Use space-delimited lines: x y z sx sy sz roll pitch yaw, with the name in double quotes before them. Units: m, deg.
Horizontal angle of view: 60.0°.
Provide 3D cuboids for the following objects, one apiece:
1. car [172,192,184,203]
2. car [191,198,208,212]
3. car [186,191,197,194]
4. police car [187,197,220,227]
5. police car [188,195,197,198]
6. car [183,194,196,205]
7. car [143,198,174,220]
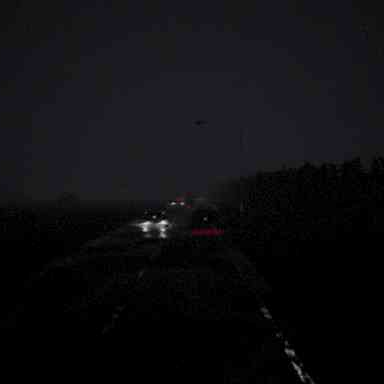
"car" -2.787 1.096 67.981 2.150 2.045 5.566 0 0 0
"car" 0.805 1.478 38.378 1.812 1.442 4.674 0 0 0
"car" -0.039 0.890 74.083 2.150 2.045 5.566 0 0 0
"police car" 0.813 1.407 22.488 1.930 1.638 5.238 0 0 0
"police car" 0.808 1.390 32.487 1.930 1.638 5.238 0 0 0
"car" -0.028 1.511 55.612 1.895 1.301 4.718 0 0 0
"car" -2.864 1.521 27.981 2.033 1.411 5.357 0 0 0
